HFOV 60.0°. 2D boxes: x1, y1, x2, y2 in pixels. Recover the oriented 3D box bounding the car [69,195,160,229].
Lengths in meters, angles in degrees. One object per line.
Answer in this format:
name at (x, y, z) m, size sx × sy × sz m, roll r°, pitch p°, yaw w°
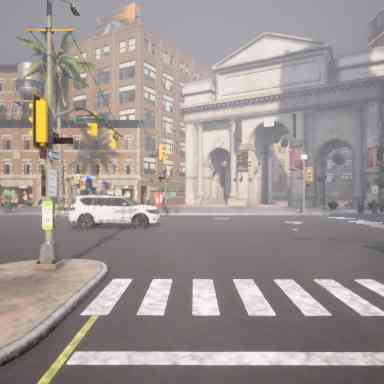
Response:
car at (-4.850, 1.221, 21.081) m, size 5.566 × 2.045 × 2.150 m, roll 0°, pitch 0°, yaw 0°
